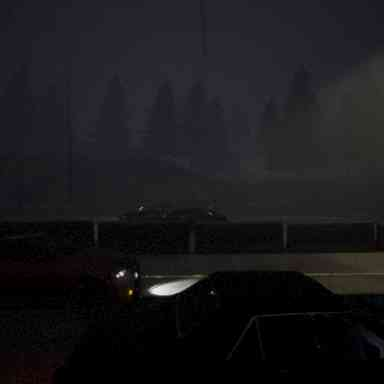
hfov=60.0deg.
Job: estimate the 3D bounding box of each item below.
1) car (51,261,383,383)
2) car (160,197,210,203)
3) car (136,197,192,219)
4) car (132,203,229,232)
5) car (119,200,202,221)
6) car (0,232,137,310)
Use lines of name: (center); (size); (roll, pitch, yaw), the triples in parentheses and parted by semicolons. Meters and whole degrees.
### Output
car: (1.196, 1.600, 3.561); (4.718, 1.301, 1.895); (0, 0, -3)
car: (-0.510, 1.341, 24.701); (4.553, 1.767, 2.097); (0, 0, -3)
car: (-2.312, 1.338, 28.112); (4.553, 1.767, 2.097); (0, 0, -3)
car: (-0.479, 1.497, 17.693); (4.892, 1.490, 1.837); (0, 0, -3)
car: (-2.095, 1.467, 21.113); (5.008, 1.535, 1.882); (0, 0, -3)
car: (-3.161, 1.558, 6.838); (4.181, 1.385, 1.994); (0, 0, -3)
